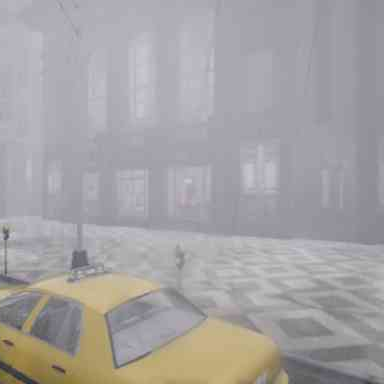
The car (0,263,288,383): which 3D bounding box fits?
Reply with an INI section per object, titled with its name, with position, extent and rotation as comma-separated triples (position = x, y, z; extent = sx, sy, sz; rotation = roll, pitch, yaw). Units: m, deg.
[car]
position = -1.393, 1.540, 3.955
extent = 4.829, 1.417, 1.752
rotation = 0, 0, 36
